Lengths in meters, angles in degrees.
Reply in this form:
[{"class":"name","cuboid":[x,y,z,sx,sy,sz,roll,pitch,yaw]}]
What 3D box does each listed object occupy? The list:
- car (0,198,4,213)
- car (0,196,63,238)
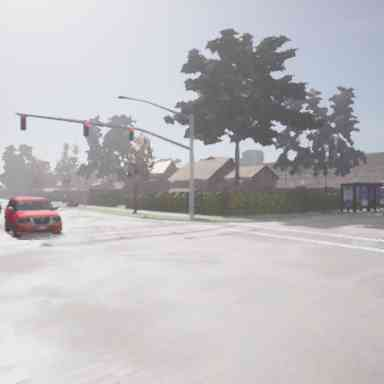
[{"class":"car","cuboid":[-21.935,1.485,36.349,1.837,1.490,4.892,0,0,-36]},{"class":"car","cuboid":[-8.788,1.309,18.203,2.150,2.045,5.566,0,2,-36]}]
